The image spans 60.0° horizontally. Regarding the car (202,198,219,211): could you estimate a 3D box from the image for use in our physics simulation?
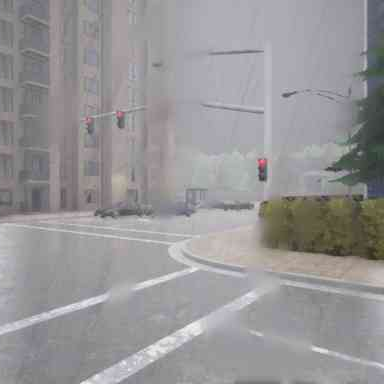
[{"bbox_3d":[2.181,1.490,40.730,2.128,1.511,4.902,0,0,36],"label":"car"}]

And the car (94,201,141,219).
[{"bbox_3d":[-6.042,1.547,29.480,2.033,1.411,5.357,0,0,36],"label":"car"}]

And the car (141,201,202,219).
[{"bbox_3d":[-1.706,1.547,29.485,2.033,1.411,5.357,0,0,36],"label":"car"}]

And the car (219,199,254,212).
[{"bbox_3d":[5.490,1.601,39.322,1.895,1.301,4.718,0,0,36],"label":"car"}]
